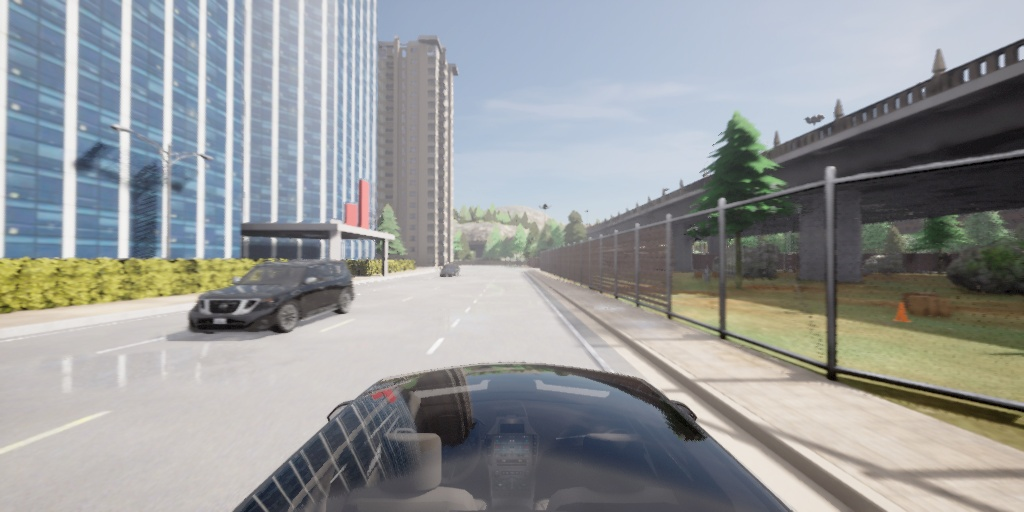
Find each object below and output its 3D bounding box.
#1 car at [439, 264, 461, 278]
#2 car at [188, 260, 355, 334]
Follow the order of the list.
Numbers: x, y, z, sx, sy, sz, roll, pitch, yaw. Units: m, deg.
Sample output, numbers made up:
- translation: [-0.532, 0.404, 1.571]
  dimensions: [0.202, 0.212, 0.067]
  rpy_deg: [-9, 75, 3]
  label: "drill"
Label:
- translation: [-7.017, 1.713, 40.861]
  dimensions: [1.837, 1.490, 4.892]
  rpy_deg: [0, 2, 0]
  label: "car"
- translation: [-7.004, 1.181, 11.353]
  dimensions: [2.150, 2.045, 5.566]
  rpy_deg: [0, 1, 0]
  label: "car"
